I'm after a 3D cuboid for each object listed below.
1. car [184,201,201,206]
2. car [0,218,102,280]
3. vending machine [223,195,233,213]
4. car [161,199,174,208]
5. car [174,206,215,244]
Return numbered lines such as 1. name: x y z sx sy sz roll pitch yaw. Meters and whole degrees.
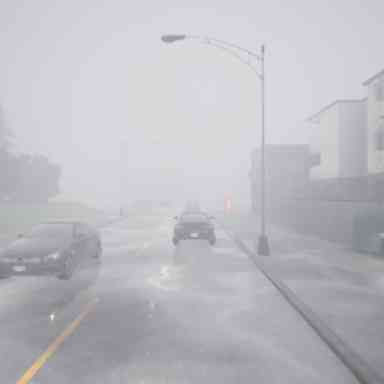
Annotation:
1. car: 0.076 1.758 38.256 2.033 1.411 5.357 0 0 0
2. car: -4.103 1.583 10.239 1.812 1.442 4.674 0 0 0
3. vending machine: 4.279 1.411 39.201 1.100 2.100 0.880 0 0 0
4. car: -4.055 1.858 56.158 2.033 1.411 5.357 0 0 1
5. car: 0.094 1.615 16.153 1.812 1.442 4.674 0 0 0
